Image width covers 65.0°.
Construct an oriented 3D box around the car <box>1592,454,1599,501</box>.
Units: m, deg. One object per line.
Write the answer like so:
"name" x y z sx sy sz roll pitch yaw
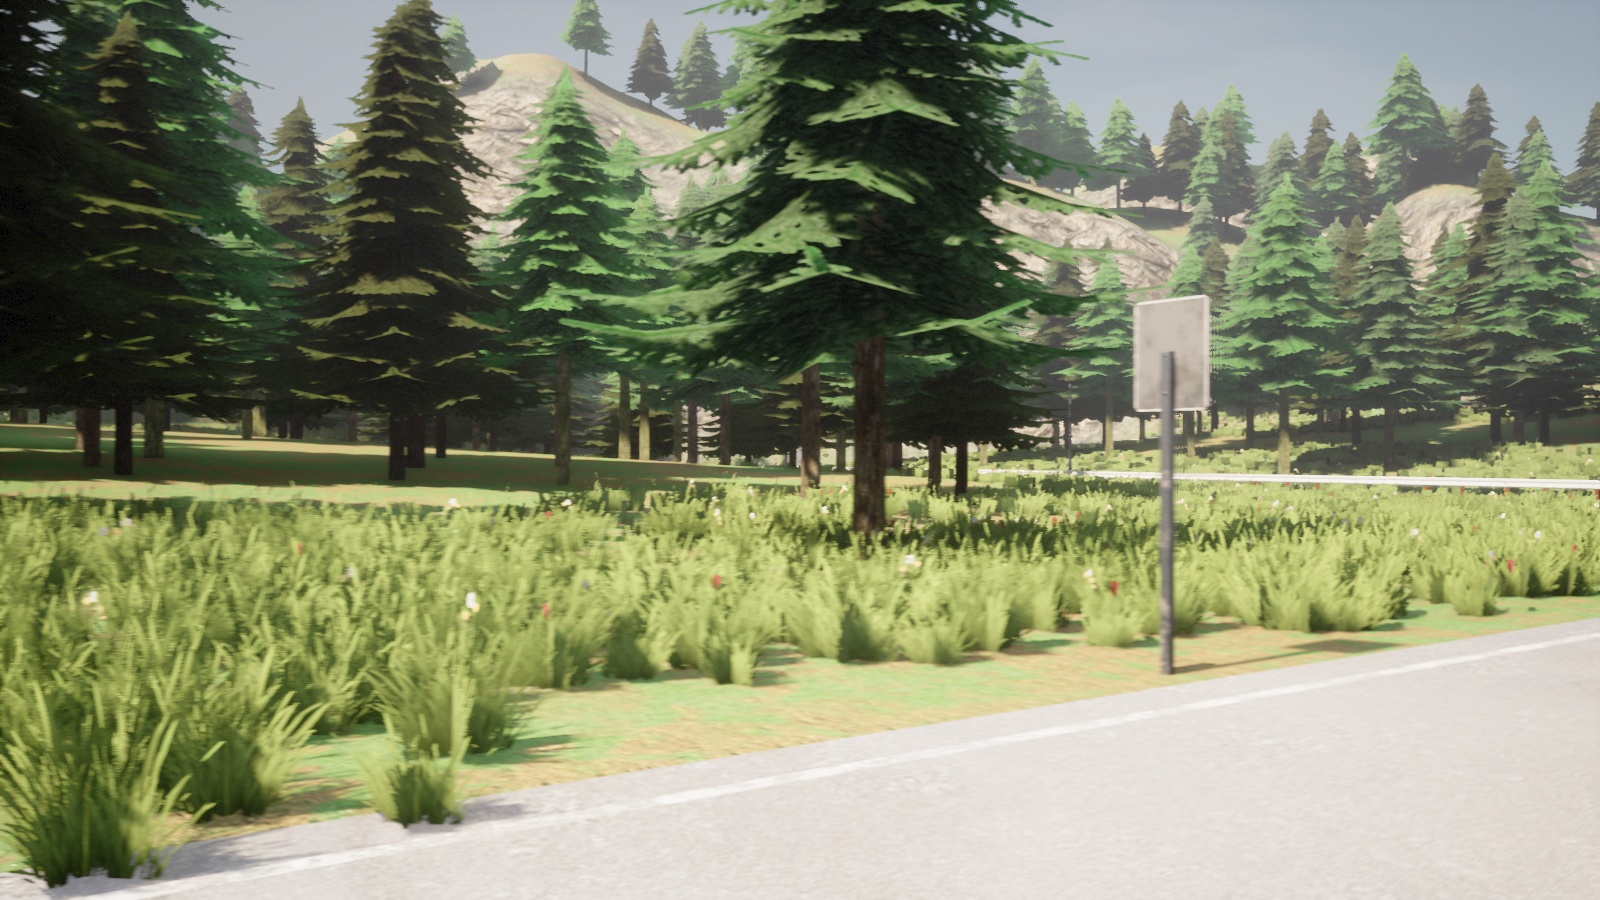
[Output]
"car" 27.700 0.869 39.297 2.007 1.525 4.514 0 0 -35
